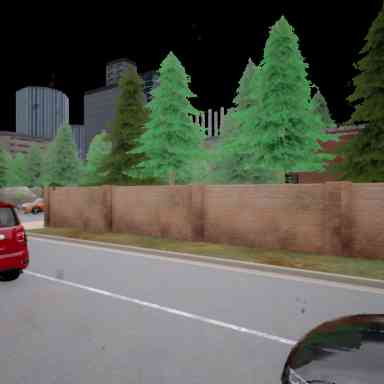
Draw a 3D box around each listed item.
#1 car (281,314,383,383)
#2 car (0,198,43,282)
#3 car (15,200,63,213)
[{"bbox_3d":[2.974,1.491,1.871,4.902,1.511,2.128,0,0,36],"label":"car"},{"bbox_3d":[-6.420,1.221,8.540,5.566,2.045,2.150,0,0,36],"label":"car"},{"bbox_3d":[-17.368,1.599,37.927,1.895,1.301,4.718,0,0,35],"label":"car"}]
